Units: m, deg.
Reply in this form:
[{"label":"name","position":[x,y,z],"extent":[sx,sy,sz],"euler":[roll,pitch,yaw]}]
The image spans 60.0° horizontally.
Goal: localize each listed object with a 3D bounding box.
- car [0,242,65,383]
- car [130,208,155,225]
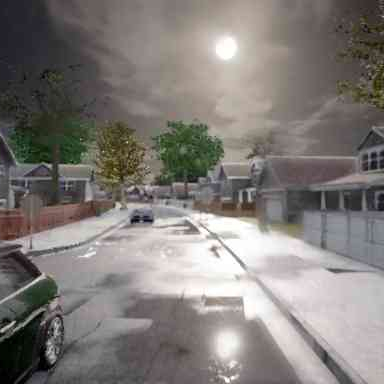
[{"label":"car","position":[-2.812,1.393,2.756],"extent":[2.097,1.767,4.553],"euler":[0,-1,-1]},{"label":"car","position":[-4.126,2.002,28.105],"extent":[1.895,1.301,4.718],"euler":[0,-1,-5]}]
